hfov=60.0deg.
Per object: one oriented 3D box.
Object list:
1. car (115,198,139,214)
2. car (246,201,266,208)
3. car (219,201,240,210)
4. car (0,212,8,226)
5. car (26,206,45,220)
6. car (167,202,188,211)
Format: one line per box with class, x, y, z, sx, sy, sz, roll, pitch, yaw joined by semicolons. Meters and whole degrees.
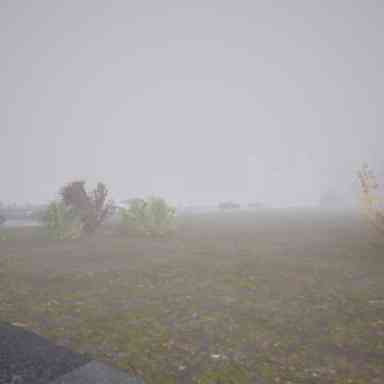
car;-8.203;1.804;41.334;2.150;2.045;5.566;-2;-2;36
car;12.315;2.377;63.678;2.033;1.411;5.357;-2;-2;36
car;6.291;2.192;55.275;1.882;1.535;5.008;-2;-2;36
car;-15.778;1.771;23.793;2.128;1.511;4.902;-2;-2;25
car;-13.983;1.979;33.303;1.837;1.490;4.892;-2;-2;36
car;-2.353;2.218;49.440;1.812;1.442;4.674;-2;-2;36
